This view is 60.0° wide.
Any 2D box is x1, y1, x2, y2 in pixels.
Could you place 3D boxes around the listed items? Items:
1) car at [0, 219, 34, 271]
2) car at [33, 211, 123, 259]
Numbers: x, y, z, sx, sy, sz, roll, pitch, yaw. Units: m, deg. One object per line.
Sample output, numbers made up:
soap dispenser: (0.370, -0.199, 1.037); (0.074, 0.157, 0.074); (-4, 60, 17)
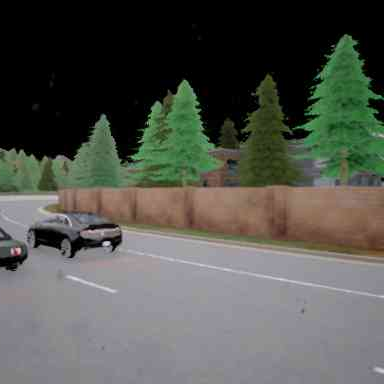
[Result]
car: (-6.691, 1.576, 9.828); (4.718, 1.301, 1.895); (0, 0, 43)
car: (-4.607, 1.491, 12.723); (4.902, 1.511, 2.128); (0, 0, 43)
